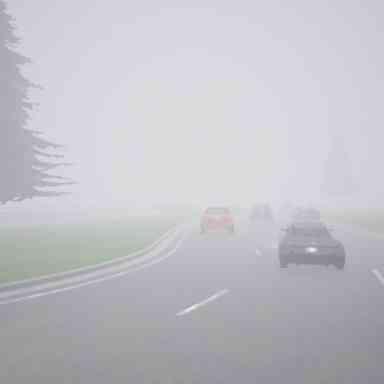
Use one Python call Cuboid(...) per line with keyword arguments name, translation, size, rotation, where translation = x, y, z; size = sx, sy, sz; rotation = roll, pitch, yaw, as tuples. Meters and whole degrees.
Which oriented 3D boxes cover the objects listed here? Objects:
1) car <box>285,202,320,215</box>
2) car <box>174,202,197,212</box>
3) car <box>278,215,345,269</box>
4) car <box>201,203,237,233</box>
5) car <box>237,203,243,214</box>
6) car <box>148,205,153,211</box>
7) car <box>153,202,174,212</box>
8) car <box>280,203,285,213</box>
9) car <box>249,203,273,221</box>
Cuboid(name="car", translation=(9.581, 1.866, 28.366), size=(2.128, 1.511, 4.902), rotation=(-1, -1, 8))
Cuboid(name="car", translation=(-0.720, 2.465, 54.460), size=(1.837, 1.490, 4.892), rotation=(-1, -2, 23))
Cuboid(name="car", translation=(4.113, 1.724, 11.873), size=(1.994, 1.385, 4.181), rotation=(-1, -1, 15))
Cuboid(name="car", translation=(1.786, 1.730, 22.753), size=(2.097, 1.767, 4.553), rotation=(-1, -1, 6))
Cuboid(name="car", translation=(5.772, 2.203, 45.047), size=(2.128, 1.511, 4.902), rotation=(-1, -1, 13))
Cuboid(name="car", translation=(-5.922, 2.671, 60.154), size=(2.033, 1.411, 5.357), rotation=(-1, -1, 22))
Cuboid(name="car", translation=(-3.992, 2.514, 55.696), size=(2.128, 1.511, 4.902), rotation=(-1, -1, 23))
Cuboid(name="car", translation=(13.095, 2.150, 45.468), size=(1.812, 1.442, 4.674), rotation=(-1, -1, 14))
Cuboid(name="car", translation=(6.612, 1.827, 31.983), size=(2.097, 1.767, 4.553), rotation=(-1, -1, 9))
